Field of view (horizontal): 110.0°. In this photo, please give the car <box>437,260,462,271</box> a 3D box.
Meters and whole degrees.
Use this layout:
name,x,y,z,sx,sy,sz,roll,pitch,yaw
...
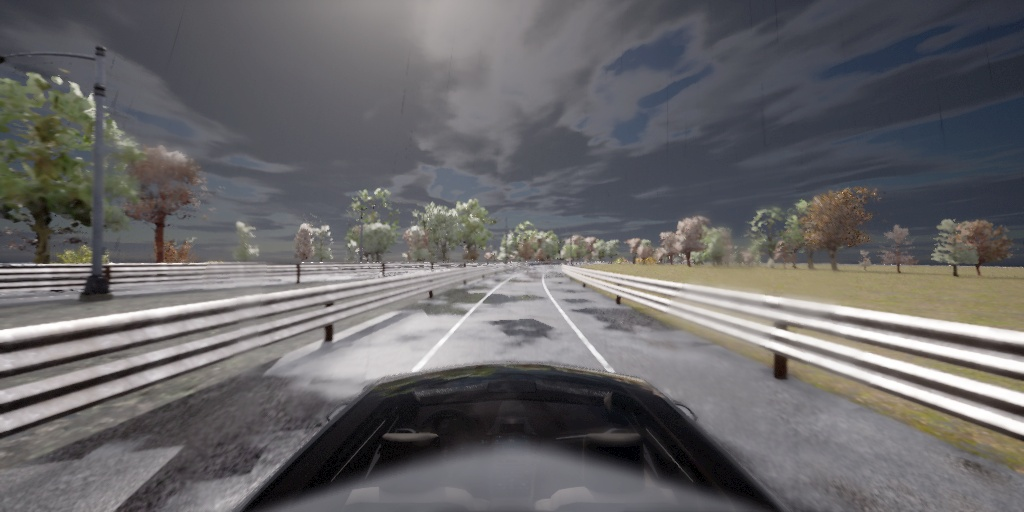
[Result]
name,x,y,z,sx,sy,sz,roll,pitch,yaw
car,-10.319,1.551,61.313,2.097,1.767,4.553,0,-1,17

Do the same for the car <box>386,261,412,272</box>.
name,x,y,z,sx,sy,sz,roll,pitch,yaw
car,-16.479,1.560,52.745,1.882,1.535,5.008,0,-1,16

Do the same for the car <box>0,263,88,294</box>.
name,x,y,z,sx,sy,sz,roll,pitch,yaw
car,-22.284,1.052,16.299,2.128,1.511,4.902,0,-1,14
